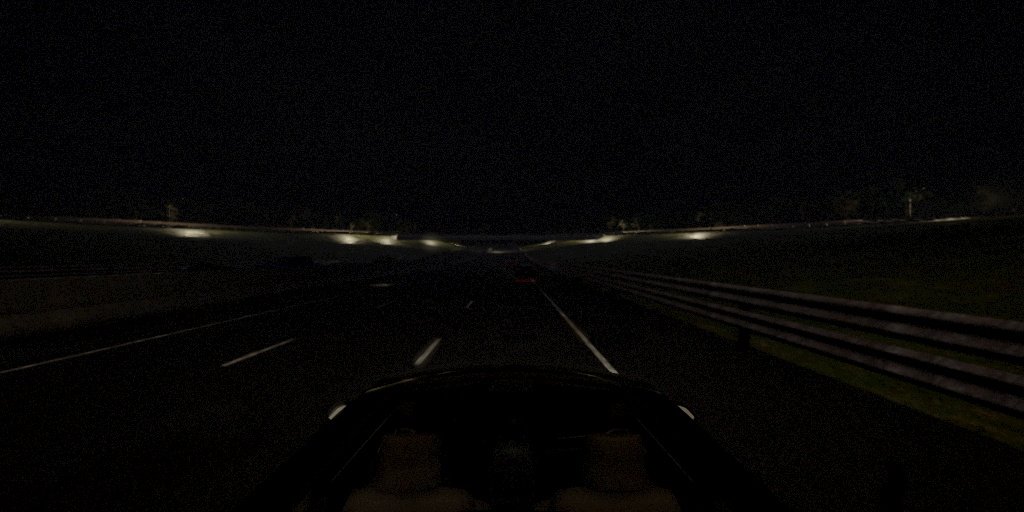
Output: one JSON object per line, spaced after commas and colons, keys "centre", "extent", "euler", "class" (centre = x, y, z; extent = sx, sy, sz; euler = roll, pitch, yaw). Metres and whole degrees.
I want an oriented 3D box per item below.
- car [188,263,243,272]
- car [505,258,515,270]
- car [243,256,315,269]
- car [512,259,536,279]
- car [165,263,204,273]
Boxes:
{"centre": [-21.091, 1.383, 26.937], "extent": [1.895, 1.301, 4.718], "euler": [0, 0, 0], "class": "car"}
{"centre": [-0.001, 1.414, 56.464], "extent": [1.994, 1.385, 4.181], "euler": [0, 0, 1], "class": "car"}
{"centre": [-17.587, 1.010, 27.884], "extent": [2.150, 2.045, 5.566], "euler": [0, -1, 0], "class": "car"}
{"centre": [1.204, 1.284, 33.765], "extent": [1.882, 1.535, 5.008], "euler": [0, 0, 0], "class": "car"}
{"centre": [-24.583, 1.278, 28.232], "extent": [2.128, 1.511, 4.902], "euler": [0, 0, 0], "class": "car"}
